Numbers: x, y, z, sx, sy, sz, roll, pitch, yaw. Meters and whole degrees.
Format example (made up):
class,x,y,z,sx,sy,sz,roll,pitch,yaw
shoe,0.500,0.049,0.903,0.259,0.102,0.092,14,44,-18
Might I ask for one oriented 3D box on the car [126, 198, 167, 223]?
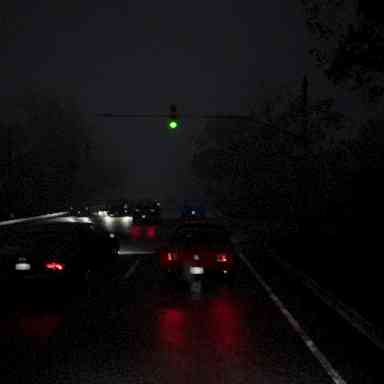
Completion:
class,x,y,z,sx,sy,sz,roll,pitch,yaw
car,-3.395,1.508,25.832,2.128,1.511,4.902,0,0,0

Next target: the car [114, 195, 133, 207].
class,x,y,z,sx,sy,sz,roll,pitch,yaw
car,-10.749,1.384,52.587,2.097,1.767,4.553,0,0,-1

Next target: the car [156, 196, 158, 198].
class,x,y,z,sx,sy,sz,roll,pitch,yaw
car,-7.556,1.544,65.450,1.837,1.490,4.892,0,0,-2

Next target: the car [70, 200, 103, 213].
class,x,y,z,sx,sy,sz,roll,pitch,yaw
car,-10.607,1.621,33.425,1.895,1.301,4.718,0,0,0

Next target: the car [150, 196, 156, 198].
class,x,y,z,sx,sy,sz,roll,pitch,yaw
car,-7.252,1.595,52.534,1.994,1.385,4.181,0,0,-1

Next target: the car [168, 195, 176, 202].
class,x,y,z,sx,sy,sz,roll,pitch,yaw
car,-4.519,1.477,75.015,1.812,1.442,4.674,0,0,-3

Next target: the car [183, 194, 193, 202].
class,x,y,z,sx,sy,sz,roll,pitch,yaw
car,-1.022,1.307,75.183,2.097,1.767,4.553,0,0,-3

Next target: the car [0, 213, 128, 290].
class,x,y,z,sx,sy,sz,roll,pitch,yaw
car,-3.399,1.553,9.202,2.033,1.411,5.357,0,0,0

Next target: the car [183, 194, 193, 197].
class,x,y,z,sx,sy,sz,roll,pitch,yaw
car,-0.536,1.516,65.067,1.882,1.535,5.008,0,0,-2

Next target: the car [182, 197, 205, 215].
class,x,y,z,sx,sy,sz,roll,pitch,yaw
car,0.103,1.495,29.303,1.882,1.535,5.008,0,0,0

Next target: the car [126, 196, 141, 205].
class,x,y,z,sx,sy,sz,roll,pitch,yaw
car,-10.968,1.528,62.803,2.128,1.511,4.902,0,0,-2

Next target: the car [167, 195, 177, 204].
class,x,y,z,sx,sy,sz,roll,pitch,yaw
car,-4.021,1.586,64.559,2.033,1.411,5.357,0,0,-2

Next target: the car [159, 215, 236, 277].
class,x,y,z,sx,sy,sz,roll,pitch,yaw
car,0.326,1.607,10.252,1.895,1.301,4.718,0,0,5

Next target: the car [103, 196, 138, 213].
class,x,y,z,sx,sy,sz,roll,pitch,yaw
car,-7.055,1.372,33.189,2.097,1.767,4.553,0,0,-1

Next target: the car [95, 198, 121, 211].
class,x,y,z,sx,sy,sz,roll,pitch,yaw
car,-10.656,1.517,42.748,2.128,1.511,4.902,0,0,0
